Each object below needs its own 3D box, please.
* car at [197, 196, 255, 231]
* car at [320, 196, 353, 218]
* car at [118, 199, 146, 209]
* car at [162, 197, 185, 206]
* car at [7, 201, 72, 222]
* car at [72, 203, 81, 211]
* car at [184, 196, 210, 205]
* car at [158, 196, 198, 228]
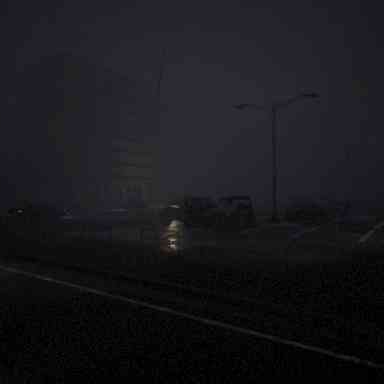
[{"bbox_3d":[2.304,1.193,19.777,1.905,1.878,3.866,0,0,34],"label":"car"},{"bbox_3d":[14.323,1.424,32.737,1.970,1.475,3.806,0,0,34],"label":"car"},{"bbox_3d":[-8.413,1.695,46.957,1.994,1.385,4.181,0,0,34],"label":"car"},{"bbox_3d":[-3.297,1.672,60.746,1.812,1.442,4.674,0,0,34],"label":"car"},{"bbox_3d":[-12.799,1.628,27.720,1.812,1.442,4.674,0,0,35],"label":"car"},{"bbox_3d":[-16.355,1.745,41.404,1.895,1.301,4.718,0,0,34],"label":"car"},{"bbox_3d":[0.947,1.479,60.756,2.033,1.411,5.357,0,0,34],"label":"car"},{"bbox_3d":[-0.064,1.201,21.442,1.932,1.855,4.605,0,0,34],"label":"car"}]
